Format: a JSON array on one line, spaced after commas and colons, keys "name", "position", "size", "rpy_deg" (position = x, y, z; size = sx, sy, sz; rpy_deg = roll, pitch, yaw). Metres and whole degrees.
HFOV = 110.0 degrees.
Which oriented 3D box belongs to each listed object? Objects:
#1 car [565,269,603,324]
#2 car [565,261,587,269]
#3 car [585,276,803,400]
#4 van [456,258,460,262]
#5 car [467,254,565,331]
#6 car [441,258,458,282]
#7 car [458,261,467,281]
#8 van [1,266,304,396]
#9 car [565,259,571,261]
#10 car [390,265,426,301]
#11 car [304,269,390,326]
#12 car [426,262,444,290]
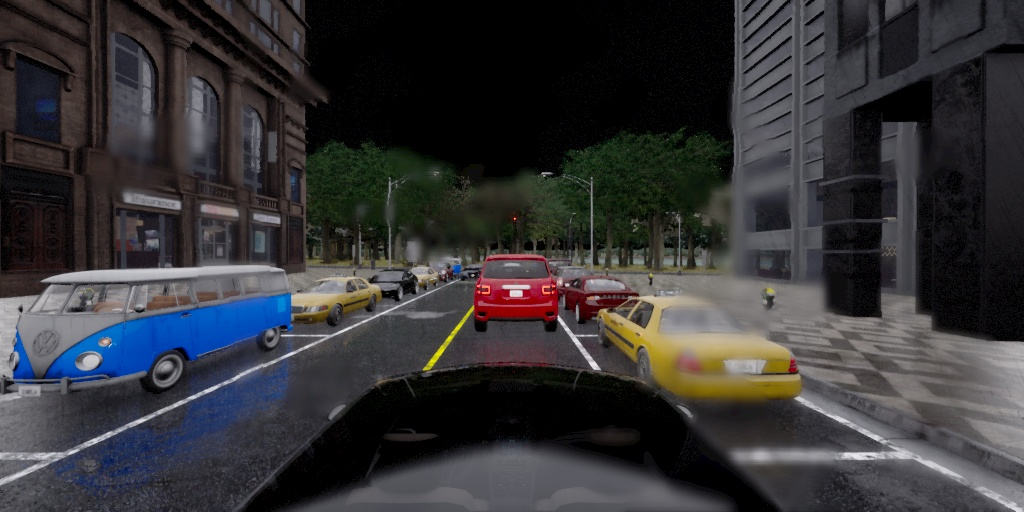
[{"name": "car", "position": [2.763, 1.295, 11.819], "size": [1.888, 1.381, 4.507], "rpy_deg": [0, 0, 0]}, {"name": "car", "position": [2.764, 1.191, 17.257], "size": [1.967, 1.591, 4.097], "rpy_deg": [0, 0, 0]}, {"name": "car", "position": [2.763, 1.275, 6.552], "size": [1.751, 1.417, 4.829], "rpy_deg": [0, 0, 0]}, {"name": "van", "position": [-5.760, 1.096, 33.570], "size": [1.690, 1.789, 3.998], "rpy_deg": [0, 0, 0]}, {"name": "car", "position": [0.104, 0.972, 11.077], "size": [2.150, 2.045, 5.566], "rpy_deg": [0, 0, 0]}, {"name": "car", "position": [-5.760, 1.193, 28.133], "size": [1.967, 1.591, 4.097], "rpy_deg": [0, 0, 0]}, {"name": "car", "position": [-3.011, 1.318, 29.533], "size": [1.994, 1.385, 4.181], "rpy_deg": [0, 0, 0]}, {"name": "van", "position": [-5.763, 1.091, 6.383], "size": [1.690, 1.789, 3.998], "rpy_deg": [0, 0, 0]}, {"name": "car", "position": [2.764, 1.067, 22.694], "size": [2.192, 1.841, 5.009], "rpy_deg": [0, 0, 0]}, {"name": "car", "position": [-5.762, 1.317, 17.258], "size": [1.948, 1.339, 4.313], "rpy_deg": [0, 0, 0]}, {"name": "car", "position": [-5.762, 1.276, 11.651], "size": [1.751, 1.417, 4.829], "rpy_deg": [0, 0, 0]}, {"name": "car", "position": [-5.761, 1.277, 22.525], "size": [1.751, 1.417, 4.829], "rpy_deg": [0, 0, 0]}]
